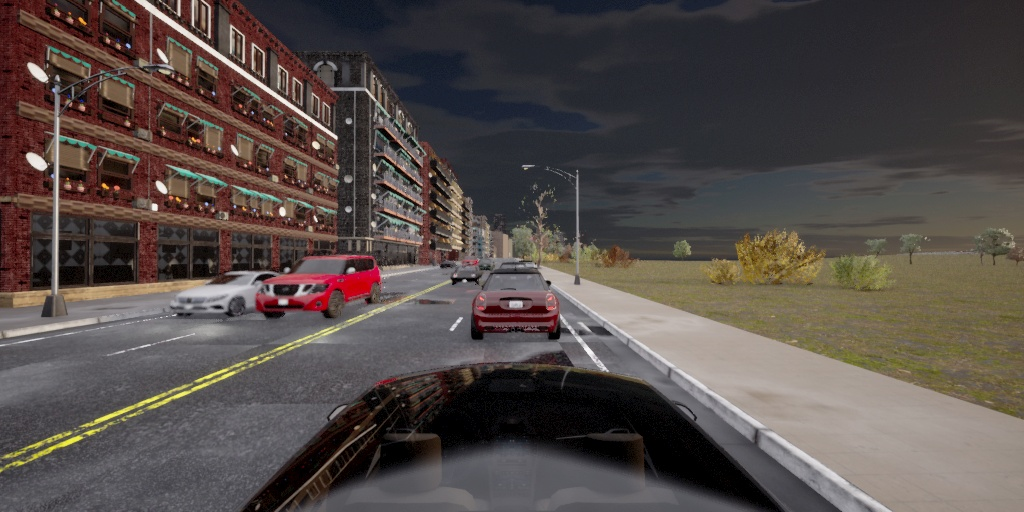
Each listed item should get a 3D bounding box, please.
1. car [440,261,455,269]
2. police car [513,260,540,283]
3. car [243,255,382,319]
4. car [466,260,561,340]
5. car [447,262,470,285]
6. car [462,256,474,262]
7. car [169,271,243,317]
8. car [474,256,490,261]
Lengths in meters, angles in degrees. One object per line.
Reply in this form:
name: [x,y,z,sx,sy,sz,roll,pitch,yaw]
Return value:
car: [-9.918,1.353,55.497,1.895,1.301,4.718,0,0,0]
police car: [1.098,1.179,29.419,1.930,1.638,5.238,0,0,0]
car: [-6.619,0.973,13.126,2.150,2.045,5.566,0,0,0]
car: [0.080,1.103,10.151,2.097,1.767,4.553,0,0,0]
car: [-3.186,1.354,26.242,1.895,1.301,4.718,0,0,0]
car: [-6.668,0.972,56.738,2.150,2.045,5.566,0,0,0]
car: [-9.867,1.277,13.268,1.812,1.442,4.674,0,0,0]
car: [-3.213,1.105,44.761,2.097,1.767,4.553,0,0,0]
